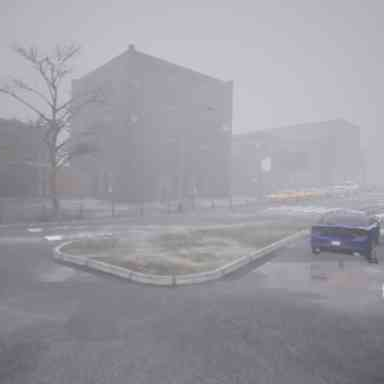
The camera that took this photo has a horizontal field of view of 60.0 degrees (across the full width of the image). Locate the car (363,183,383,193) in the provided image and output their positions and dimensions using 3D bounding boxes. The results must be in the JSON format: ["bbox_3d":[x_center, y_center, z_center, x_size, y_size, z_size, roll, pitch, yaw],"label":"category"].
[{"bbox_3d":[29.750,-0.667,55.558,4.792,1.488,2.163,-3,3,-45],"label":"car"}]

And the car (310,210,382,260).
[{"bbox_3d":[5.896,1.404,12.531,1.882,1.535,5.008,1,2,33],"label":"car"}]

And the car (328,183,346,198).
[{"bbox_3d":[17.824,-0.030,43.664,5.366,1.575,1.946,-3,3,-45],"label":"car"}]

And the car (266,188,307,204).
[{"bbox_3d":[9.999,0.411,35.877,5.366,1.575,1.946,-3,3,-45],"label":"car"}]

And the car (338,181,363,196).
[{"bbox_3d":[21.933,-0.509,47.749,2.435,2.045,5.566,2,3,45],"label":"car"}]

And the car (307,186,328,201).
[{"bbox_3d":[13.915,0.189,39.766,5.366,1.575,1.946,-3,3,-45],"label":"car"}]
